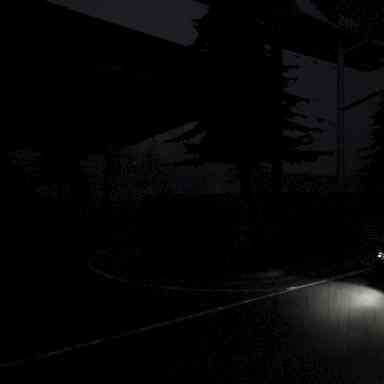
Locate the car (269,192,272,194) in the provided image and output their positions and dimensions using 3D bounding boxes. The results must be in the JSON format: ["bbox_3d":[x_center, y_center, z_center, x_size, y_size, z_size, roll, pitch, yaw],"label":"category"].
[{"bbox_3d":[6.216,1.050,28.679,2.150,2.045,5.566,0,1,-34],"label":"car"}]

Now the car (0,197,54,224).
[{"bbox_3d":[-11.987,1.313,23.469,3.866,1.878,1.905,0,0,-36],"label":"car"}]

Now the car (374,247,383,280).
[{"bbox_3d":[6.658,1.525,8.756,4.674,1.442,1.812,0,0,-36],"label":"car"}]
